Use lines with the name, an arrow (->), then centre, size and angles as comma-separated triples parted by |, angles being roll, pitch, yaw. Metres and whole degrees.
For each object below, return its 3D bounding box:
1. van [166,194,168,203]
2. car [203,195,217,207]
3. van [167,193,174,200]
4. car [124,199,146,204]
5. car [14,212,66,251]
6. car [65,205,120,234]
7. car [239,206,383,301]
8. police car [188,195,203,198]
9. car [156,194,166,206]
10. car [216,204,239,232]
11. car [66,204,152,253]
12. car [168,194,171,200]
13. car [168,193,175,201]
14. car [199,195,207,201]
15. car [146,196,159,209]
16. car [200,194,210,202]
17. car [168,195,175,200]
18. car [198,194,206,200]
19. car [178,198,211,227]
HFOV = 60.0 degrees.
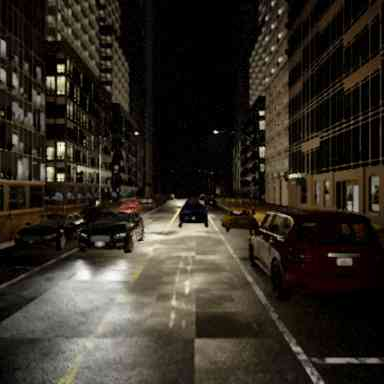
van -> -5.722, 1.266, 59.485 | 1.690, 1.788, 3.998 | 0, 0, 0
car -> 2.664, 1.508, 48.093 | 1.947, 1.339, 4.313 | 0, 0, 0
van -> -5.739, 1.213, 87.946 | 1.690, 1.788, 3.998 | 0, 0, 0
car -> -5.706, 1.550, 31.023 | 1.802, 1.307, 4.206 | 0, 0, 0
car -> -5.696, 1.539, 13.947 | 2.008, 1.369, 4.403 | 0, 0, 0
car -> -5.700, 1.548, 19.640 | 1.947, 1.339, 4.313 | 0, 0, 0
car -> 2.689, 1.308, 8.248 | 2.192, 1.841, 5.009 | 0, 0, 0
police car -> 0.077, 1.377, 41.768 | 1.930, 1.638, 5.238 | 0, 0, 0
car -> -5.720, 1.479, 53.793 | 1.887, 1.381, 4.507 | 0, 0, 0
car -> 2.681, 1.507, 19.802 | 1.752, 1.417, 4.829 | 0, 0, 0
car -> -3.109, 1.480, 13.649 | 2.128, 1.511, 4.902 | 0, 0, 0
car -> -5.727, 1.497, 65.178 | 1.802, 1.307, 4.206 | 0, 0, 0
car -> -5.736, 1.324, 82.253 | 1.967, 1.590, 4.097 | 0, 0, 0
car -> 2.644, 1.465, 82.244 | 1.802, 1.307, 4.206 | 0, 0, 0
car -> -5.713, 1.502, 42.409 | 2.008, 1.369, 4.403 | 0, 0, 0
car -> 2.651, 1.345, 70.860 | 1.967, 1.590, 4.097 | 0, 0, 0
car -> -5.744, 1.427, 93.639 | 1.947, 1.339, 4.313 | 0, 0, 0
car -> 2.640, 1.397, 88.107 | 1.752, 1.417, 4.829 | 0, 0, 0
car -> 0.085, 1.456, 22.823 | 1.882, 1.535, 5.008 | 0, 0, 0
